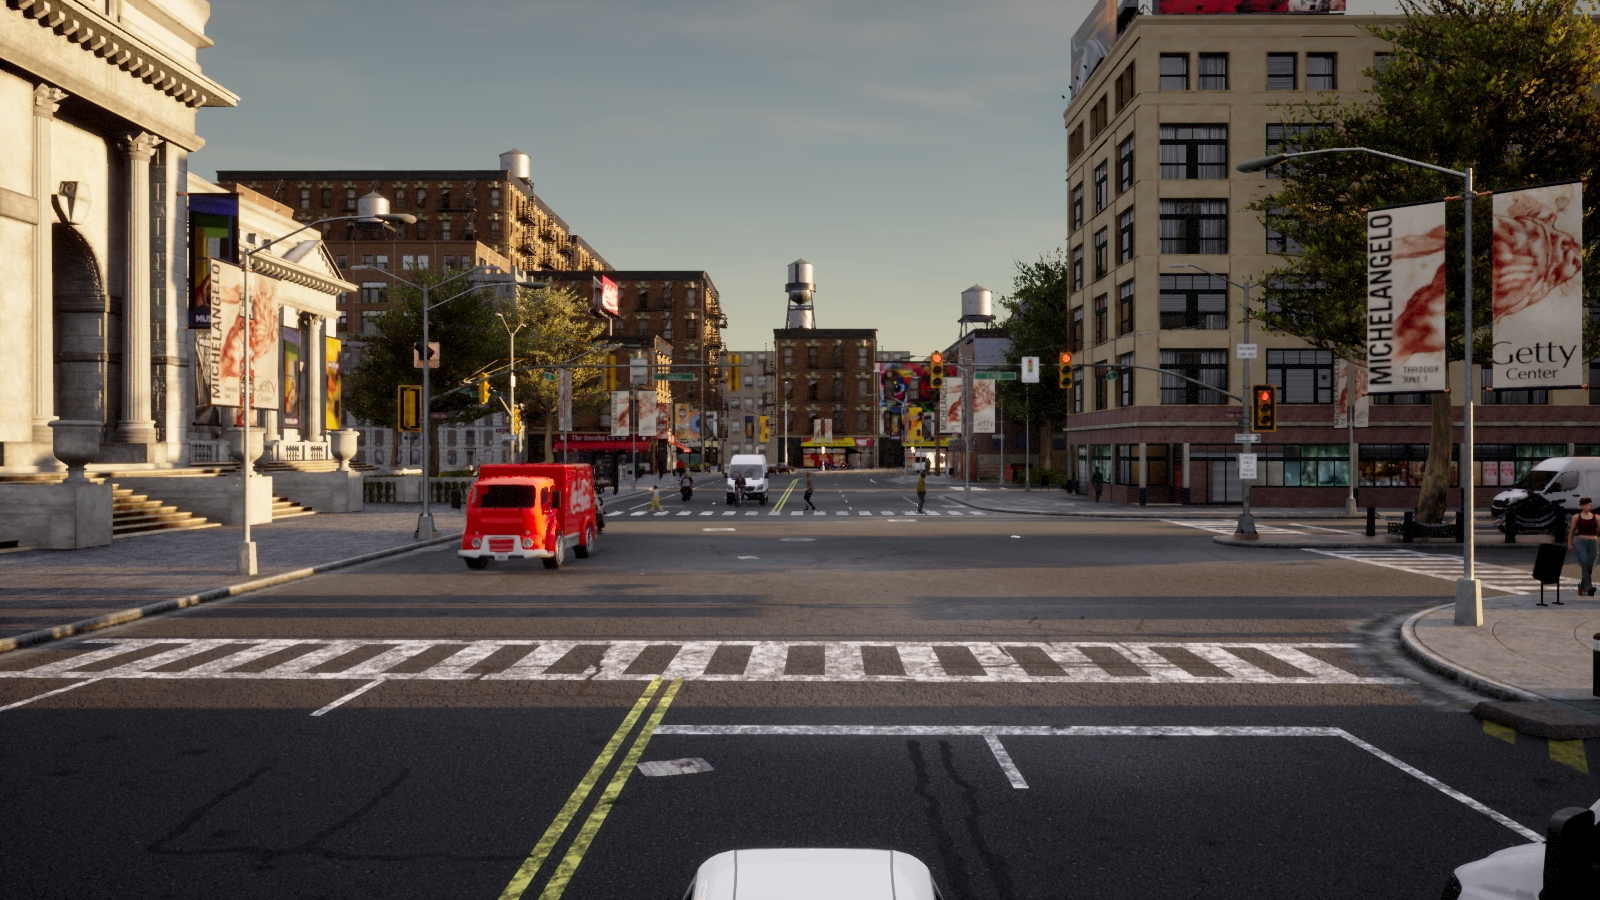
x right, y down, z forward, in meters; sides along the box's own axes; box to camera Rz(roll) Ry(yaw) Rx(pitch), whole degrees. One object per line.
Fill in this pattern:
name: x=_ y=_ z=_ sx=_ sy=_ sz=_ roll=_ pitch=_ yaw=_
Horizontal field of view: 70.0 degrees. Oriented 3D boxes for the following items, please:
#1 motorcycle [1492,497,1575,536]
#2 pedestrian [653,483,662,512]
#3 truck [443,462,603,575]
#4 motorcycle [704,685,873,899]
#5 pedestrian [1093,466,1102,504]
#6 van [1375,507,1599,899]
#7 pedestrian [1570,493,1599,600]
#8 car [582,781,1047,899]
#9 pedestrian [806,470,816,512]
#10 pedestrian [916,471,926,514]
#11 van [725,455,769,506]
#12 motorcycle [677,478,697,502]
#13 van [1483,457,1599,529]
motorcycle: x=24.409 y=2.205 z=38.060 sx=2.209 sy=1.251 sz=0.867 roll=0 pitch=0 yaw=0
pedestrian: x=-6.372 y=2.128 z=51.076 sx=0.375 sy=1.300 sz=0.375 roll=0 pitch=0 yaw=3
truck: x=-6.670 y=1.568 z=28.231 sx=2.627 sy=2.467 sz=5.204 roll=0 pitch=0 yaw=1
motorcycle: x=-0.047 y=2.182 z=6.691 sx=0.856 sy=1.236 sz=1.805 roll=0 pitch=0 yaw=1
pedestrian: x=14.502 y=1.696 z=55.703 sx=0.375 sy=1.860 sz=0.375 roll=0 pitch=0 yaw=-1
van: x=3.538 y=1.534 z=2.141 sx=1.988 sy=2.561 sz=5.915 roll=0 pitch=0 yaw=1
pedestrian: x=13.942 y=1.696 z=20.306 sx=0.375 sy=1.860 sz=0.375 roll=0 pitch=0 yaw=23
car: x=0.047 y=2.120 z=3.817 sx=1.481 sy=1.376 sz=2.207 roll=0 pitch=0 yaw=0
pedestrian: x=0.503 y=1.848 z=51.794 sx=0.375 sy=1.860 sz=0.375 roll=0 pitch=0 yaw=-7
pedestrian: x=5.251 y=1.849 z=49.768 sx=0.375 sy=1.860 sz=0.375 roll=0 pitch=0 yaw=-5
van: x=-2.741 y=1.535 z=60.550 sx=1.988 sy=2.561 sz=5.915 roll=0 pitch=0 yaw=1
motorcycle: x=-6.217 y=2.205 z=62.895 sx=0.867 sy=1.251 sz=2.209 roll=0 pitch=0 yaw=1
van: x=28.377 y=1.535 z=41.519 sx=5.915 sy=2.561 sz=1.988 roll=0 pitch=0 yaw=1
